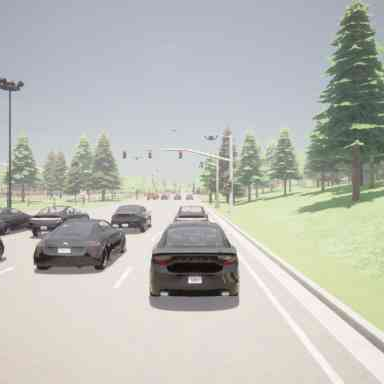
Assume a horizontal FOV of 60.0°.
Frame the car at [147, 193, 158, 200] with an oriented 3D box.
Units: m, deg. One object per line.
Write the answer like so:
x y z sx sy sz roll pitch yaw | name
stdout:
-11.161 1.217 92.021 2.150 2.045 5.566 0 0 0 | car

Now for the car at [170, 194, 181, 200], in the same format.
-4.161 1.517 92.041 2.128 1.511 4.902 0 0 0 | car

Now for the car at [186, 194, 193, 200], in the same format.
-0.665 1.545 92.483 1.994 1.385 4.181 0 0 0 | car

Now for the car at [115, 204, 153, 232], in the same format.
-3.541 1.505 19.909 1.837 1.490 4.892 0 0 0 | car

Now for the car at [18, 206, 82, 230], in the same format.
-7.031 1.492 18.172 2.128 1.511 4.902 0 0 0 | car

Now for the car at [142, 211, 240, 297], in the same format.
0.041 1.478 8.640 1.882 1.535 5.008 0 0 0 | car

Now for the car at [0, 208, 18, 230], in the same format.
-10.534 1.564 18.648 1.994 1.385 4.181 0 0 0 | car

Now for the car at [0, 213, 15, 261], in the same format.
-6.973 1.526 8.906 1.812 1.442 4.674 0 0 -1 | car

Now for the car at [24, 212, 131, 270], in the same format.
-3.479 1.564 11.044 1.994 1.385 4.181 0 0 0 | car

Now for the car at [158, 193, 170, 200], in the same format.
-7.661 1.491 92.016 1.837 1.490 4.892 0 0 0 | car

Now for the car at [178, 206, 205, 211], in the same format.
-0.031 1.492 18.133 2.128 1.511 4.902 0 0 0 | car
